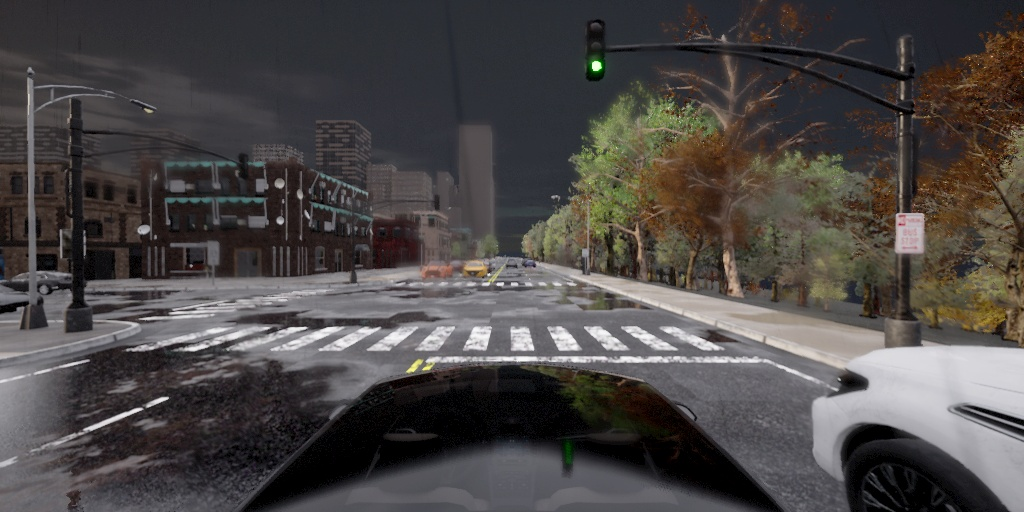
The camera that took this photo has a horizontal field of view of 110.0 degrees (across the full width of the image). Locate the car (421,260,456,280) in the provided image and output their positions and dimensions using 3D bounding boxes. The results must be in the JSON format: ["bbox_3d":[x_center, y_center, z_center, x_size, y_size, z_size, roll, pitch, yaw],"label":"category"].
[{"bbox_3d":[-6.662,1.151,32.251,2.097,1.767,4.553,0,0,0],"label":"car"}]

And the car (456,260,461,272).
[{"bbox_3d":[-6.681,1.293,43.074,1.882,1.535,5.008,0,0,0],"label":"car"}]

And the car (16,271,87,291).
[{"bbox_3d":[-28.319,1.598,21.549,4.403,1.370,2.007,0,0,0],"label":"car"}]

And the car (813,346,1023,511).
[{"bbox_3d":[3.356,0.969,0.300,2.150,2.045,5.566,0,0,0],"label":"car"}]

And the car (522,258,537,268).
[{"bbox_3d":[3.226,1.371,64.000,1.812,1.442,4.674,0,0,0],"label":"car"}]

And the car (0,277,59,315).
[{"bbox_3d":[-19.969,1.587,13.054,4.313,1.339,1.948,0,0,0],"label":"car"}]

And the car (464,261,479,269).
[{"bbox_3d":[-6.686,1.439,59.134,1.895,1.301,4.718,0,0,0],"label":"car"}]

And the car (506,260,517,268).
[{"bbox_3d":[-0.032,1.409,64.031,1.994,1.385,4.181,0,0,0],"label":"car"}]

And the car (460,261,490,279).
[{"bbox_3d":[-3.415,1.279,34.047,1.882,1.535,5.008,0,0,0],"label":"car"}]

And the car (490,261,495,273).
[{"bbox_3d":[-3.436,1.342,43.939,1.812,1.442,4.674,0,0,0],"label":"car"}]
